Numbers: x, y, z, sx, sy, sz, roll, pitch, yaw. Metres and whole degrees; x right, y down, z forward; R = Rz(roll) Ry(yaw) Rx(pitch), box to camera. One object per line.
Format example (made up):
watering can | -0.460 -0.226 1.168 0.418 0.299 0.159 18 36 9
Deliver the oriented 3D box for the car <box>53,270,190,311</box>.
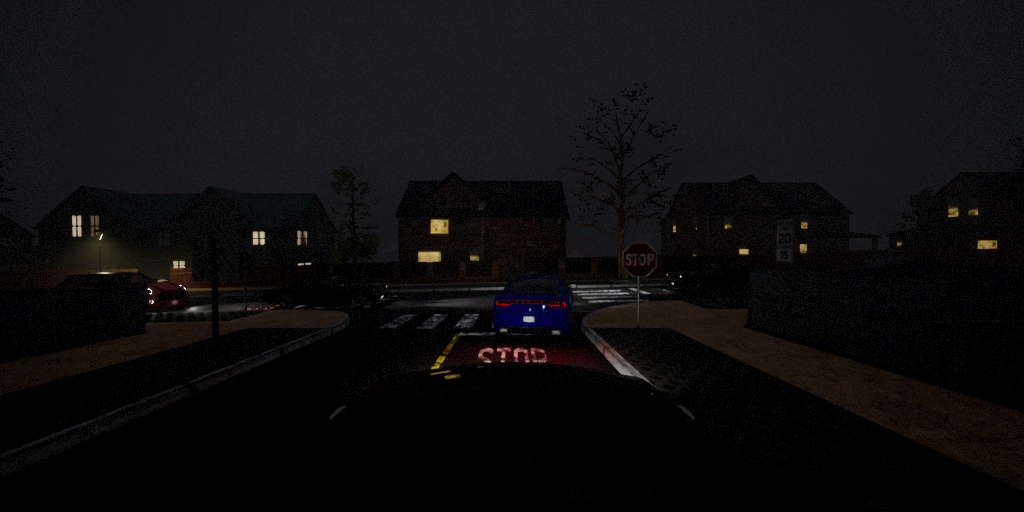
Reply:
car | -16.795 1.472 15.452 4.553 1.767 2.097 -1 1 0

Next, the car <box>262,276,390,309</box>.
car | -7.807 1.506 15.457 4.718 1.301 1.895 -1 1 0

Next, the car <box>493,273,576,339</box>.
car | 0.789 1.227 10.247 1.882 1.535 5.008 0 0 10

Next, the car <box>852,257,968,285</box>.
car | 20.061 0.753 18.413 5.357 1.411 2.033 -1 1 0

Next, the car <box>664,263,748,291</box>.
car | 10.416 1.034 18.380 4.718 1.301 1.895 -1 1 -1
